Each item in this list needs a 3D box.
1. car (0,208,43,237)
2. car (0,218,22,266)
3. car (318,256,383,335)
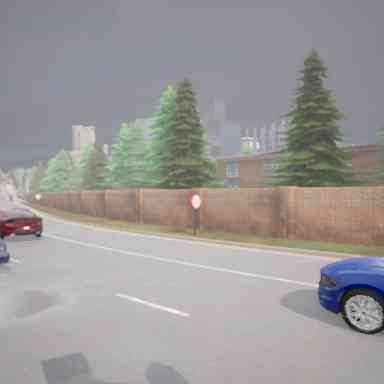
[{"bbox_3d":[-9.643,1.597,17.828,1.882,1.535,5.008,0,0,-43],"label":"car"},{"bbox_3d":[-7.534,1.620,10.561,5.357,1.411,2.033,0,0,44],"label":"car"},{"bbox_3d":[4.594,1.507,5.126,5.008,1.535,1.882,0,0,35],"label":"car"}]
